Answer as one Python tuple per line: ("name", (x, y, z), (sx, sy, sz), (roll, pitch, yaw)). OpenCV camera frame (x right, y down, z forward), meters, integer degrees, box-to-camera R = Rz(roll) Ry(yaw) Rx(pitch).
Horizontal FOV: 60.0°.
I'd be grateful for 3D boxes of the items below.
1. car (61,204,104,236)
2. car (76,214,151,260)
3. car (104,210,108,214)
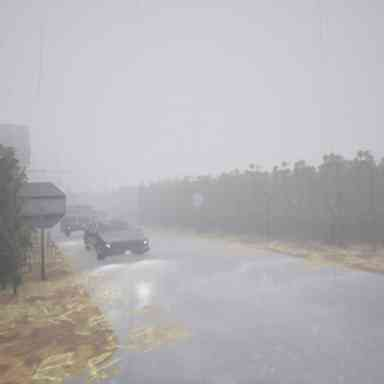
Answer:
("car", (-8.192, 1.936, 24.057), (2.150, 2.045, 5.566), (-1, -1, -26))
("car", (-3.469, 1.882, 14.418), (2.033, 1.411, 5.357), (-1, -1, -26))
("car", (-10.530, 2.482, 36.288), (1.882, 1.535, 5.008), (-1, -1, -26))
